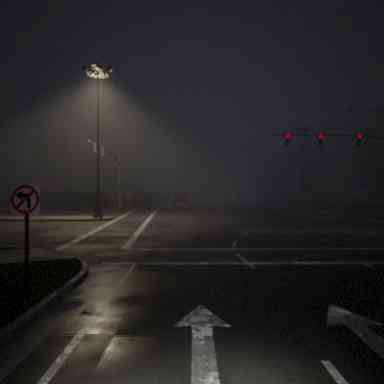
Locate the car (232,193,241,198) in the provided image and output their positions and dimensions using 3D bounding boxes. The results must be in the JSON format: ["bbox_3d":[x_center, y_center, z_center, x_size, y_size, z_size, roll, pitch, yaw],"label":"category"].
[{"bbox_3d":[12.501,1.002,93.479,1.837,1.490,4.892,0,0,0],"label":"car"}]

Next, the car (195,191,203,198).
[{"bbox_3d":[2.002,0.727,93.571,2.150,2.045,5.566,0,0,0],"label":"car"}]

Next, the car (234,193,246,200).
[{"bbox_3d":[12.446,1.174,84.309,1.882,1.535,5.008,0,0,0],"label":"car"}]

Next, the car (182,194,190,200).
[{"bbox_3d":[-1.553,1.290,84.424,1.895,1.301,4.718,0,0,0],"label":"car"}]

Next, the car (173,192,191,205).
[{"bbox_3d":[-1.745,1.035,52.560,2.150,2.045,5.566,0,0,0],"label":"car"}]

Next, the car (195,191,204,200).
[{"bbox_3d":[1.944,1.174,83.956,1.882,1.535,5.008,0,0,0],"label":"car"}]

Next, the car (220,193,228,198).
[{"bbox_3d":[9.001,1.054,93.500,1.994,1.385,4.181,0,0,0],"label":"car"}]

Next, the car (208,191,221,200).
[{"bbox_3d":[5.446,1.051,84.321,2.097,1.767,4.553,0,0,0],"label":"car"}]

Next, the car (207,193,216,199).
[{"bbox_3d":[5.501,1.027,93.521,2.128,1.511,4.902,0,0,0],"label":"car"}]

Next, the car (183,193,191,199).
[{"bbox_3d":[-1.499,1.027,93.563,2.128,1.511,4.902,0,0,0],"label":"car"}]

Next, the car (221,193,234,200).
[{"bbox_3d":[8.951,1.049,85.100,2.097,1.767,4.553,0,0,0],"label":"car"}]
